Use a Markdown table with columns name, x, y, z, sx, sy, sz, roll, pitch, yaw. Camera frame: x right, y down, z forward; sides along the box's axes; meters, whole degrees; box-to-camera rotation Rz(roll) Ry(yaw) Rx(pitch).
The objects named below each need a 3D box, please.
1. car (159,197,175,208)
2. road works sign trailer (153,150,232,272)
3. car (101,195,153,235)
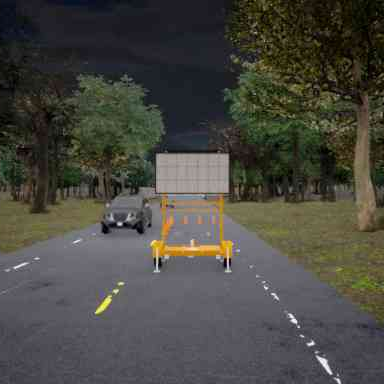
| name | x | y | z | sx | sy | sz | roll | pitch | yaw |
| --- | --- | --- | --- | --- | --- | --- | --- | --- | --- |
| car | -3.415 | 1.473 | 46.031 | 1.837 | 1.490 | 4.892 | 0 | 0 | 0 |
| road works sign trailer | 0.019 | 0.464 | 10.721 | 2.380 | 3.560 | 2.880 | 0 | 0 | 0 |
| car | -3.565 | 1.219 | 19.183 | 2.150 | 2.045 | 5.566 | 0 | 0 | 0 |
